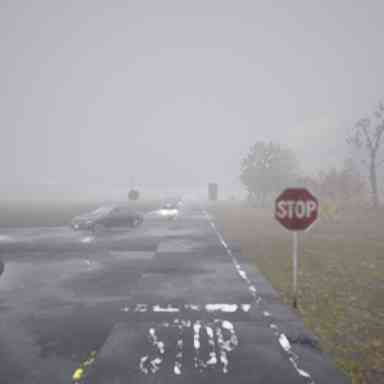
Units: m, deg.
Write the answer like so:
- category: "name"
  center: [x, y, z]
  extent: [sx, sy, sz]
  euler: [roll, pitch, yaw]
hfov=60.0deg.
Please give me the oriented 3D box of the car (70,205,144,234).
- category: "car"
  center: [-4.741, 1.514, 19.302]
  extent: [1.812, 1.442, 4.674]
  euler: [2, 2, 34]

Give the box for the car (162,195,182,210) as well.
- category: "car"
  center: [-2.753, 1.424, 41.919]
  extent: [2.128, 1.511, 4.902]
  euler: [0, 1, 0]
